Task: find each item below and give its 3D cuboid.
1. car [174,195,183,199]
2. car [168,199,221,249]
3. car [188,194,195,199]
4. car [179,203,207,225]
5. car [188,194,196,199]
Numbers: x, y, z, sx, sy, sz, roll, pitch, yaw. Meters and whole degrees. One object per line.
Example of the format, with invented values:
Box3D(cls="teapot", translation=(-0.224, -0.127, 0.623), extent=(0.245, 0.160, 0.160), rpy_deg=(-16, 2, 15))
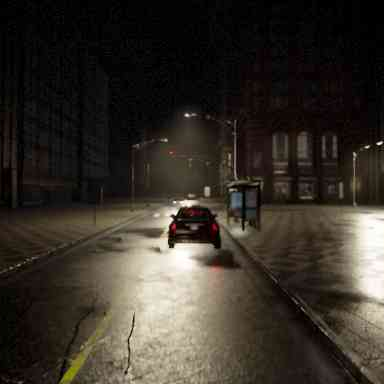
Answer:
Box3D(cls="car", translation=(-3.059, 1.463, 76.213), extent=(1.882, 1.535, 5.008), rpy_deg=(0, 0, 0))
Box3D(cls="car", translation=(0.089, 1.379, 14.816), extent=(2.097, 1.767, 4.553), rpy_deg=(0, 0, 0))
Box3D(cls="car", translation=(-0.073, 1.257, 93.075), extent=(1.882, 1.535, 5.008), rpy_deg=(0, 0, 0))
Box3D(cls="car", translation=(0.076, 1.598, 25.509), extent=(1.994, 1.385, 4.181), rpy_deg=(0, 0, 0))
Box3D(cls="car", translation=(-0.066, 1.559, 83.100), extent=(1.895, 1.301, 4.718), rpy_deg=(0, 0, 0))
